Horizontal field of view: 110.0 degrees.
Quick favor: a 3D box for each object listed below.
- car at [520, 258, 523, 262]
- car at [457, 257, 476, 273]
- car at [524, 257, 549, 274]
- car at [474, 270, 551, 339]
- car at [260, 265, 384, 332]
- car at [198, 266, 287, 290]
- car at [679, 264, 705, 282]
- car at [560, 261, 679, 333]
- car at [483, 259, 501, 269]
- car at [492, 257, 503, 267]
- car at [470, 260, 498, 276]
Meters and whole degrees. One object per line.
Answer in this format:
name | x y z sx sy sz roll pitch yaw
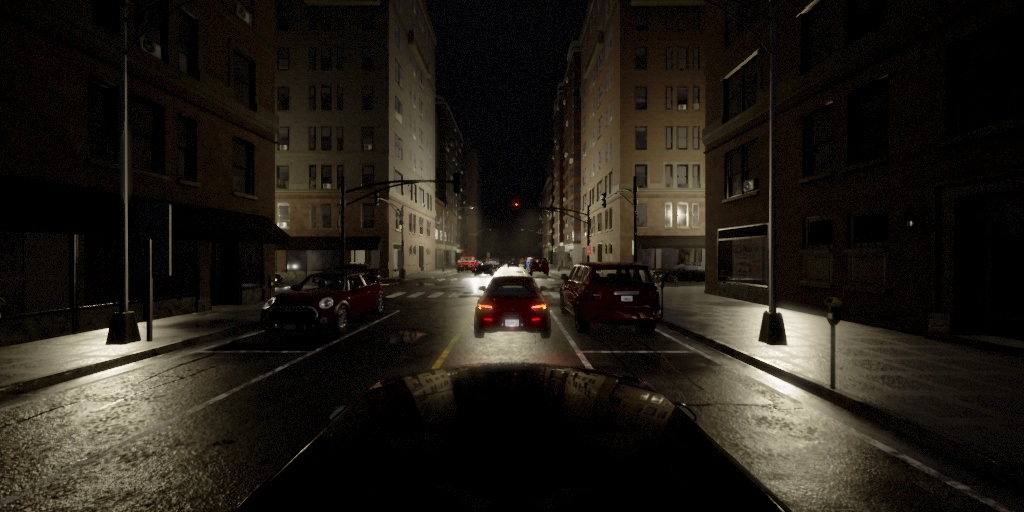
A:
car | 2.794 1.060 54.217 2.192 1.841 5.009 0 0 0
car | -5.335 1.062 43.225 2.192 1.841 5.009 0 0 0
car | 2.773 1.062 37.706 2.192 1.841 5.009 0 0 0
car | 0.023 1.275 10.006 1.812 1.442 4.674 0 0 1
car | -5.371 1.189 10.666 1.967 1.591 4.097 0 0 0
car | -17.073 1.362 22.907 4.181 1.385 1.994 0 0 0
car | 12.311 1.275 25.719 4.181 1.385 1.994 0 0 0
car | 2.654 1.064 10.650 2.192 1.841 5.009 0 0 0
car | -2.754 1.348 46.297 1.895 1.301 4.718 0 0 0
car | -2.728 1.293 56.364 2.033 1.411 5.357 0 0 1
car | -2.777 1.349 36.624 1.895 1.301 4.718 0 0 0
